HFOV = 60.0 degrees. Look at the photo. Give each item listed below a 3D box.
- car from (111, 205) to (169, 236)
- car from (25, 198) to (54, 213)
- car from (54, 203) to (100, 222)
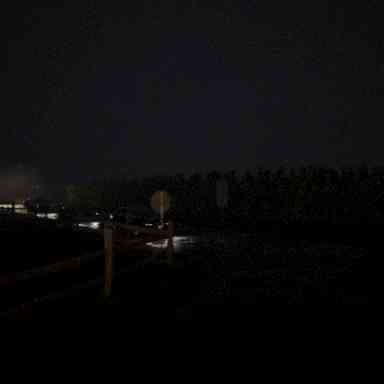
[{"bbox_3d":[-3.052,1.565,19.045,1.837,1.490,4.892,0,0,-37],"label":"car"},{"bbox_3d":[-17.247,1.494,38.046,2.097,1.767,4.553,0,0,-36],"label":"car"},{"bbox_3d":[-9.451,1.643,27.606,2.033,1.411,5.357,0,0,-37],"label":"car"}]
